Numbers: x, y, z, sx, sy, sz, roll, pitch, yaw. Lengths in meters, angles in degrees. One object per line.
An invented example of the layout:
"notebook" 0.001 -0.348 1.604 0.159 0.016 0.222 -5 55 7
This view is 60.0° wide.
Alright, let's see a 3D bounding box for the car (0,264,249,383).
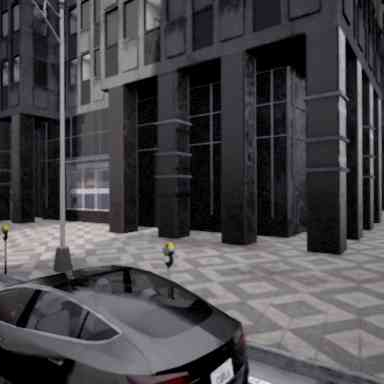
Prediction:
"car" -1.433 1.585 4.001 4.313 1.339 1.947 0 0 36
